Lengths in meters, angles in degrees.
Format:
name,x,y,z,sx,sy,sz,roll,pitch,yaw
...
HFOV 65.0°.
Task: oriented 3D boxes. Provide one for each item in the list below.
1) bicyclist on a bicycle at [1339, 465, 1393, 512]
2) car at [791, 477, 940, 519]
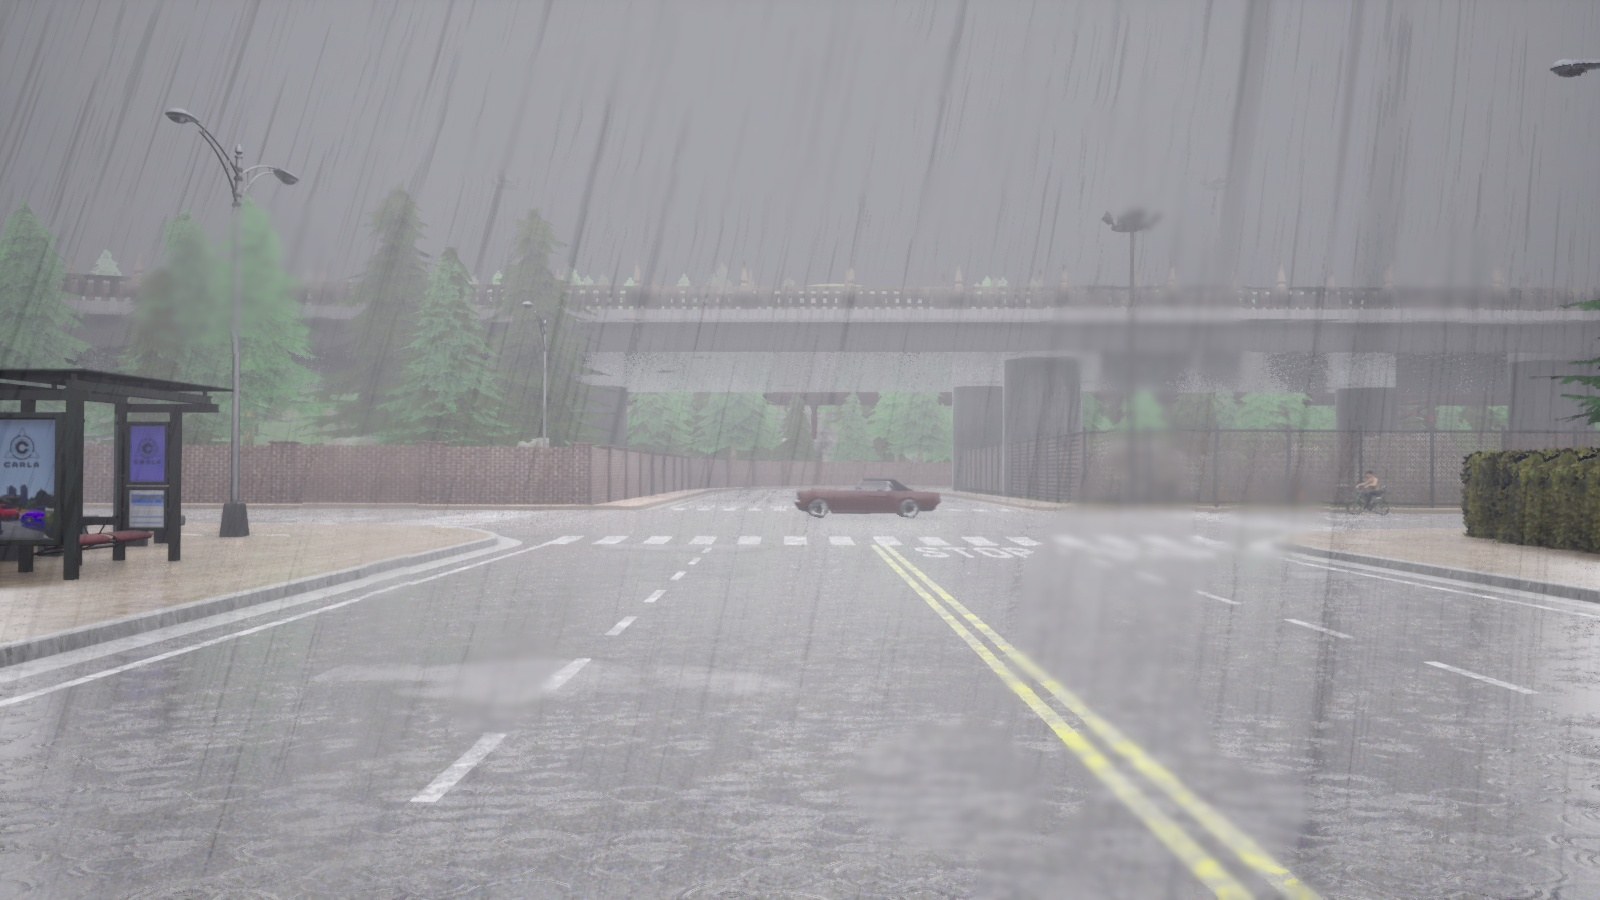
name,x,y,z,sx,sy,sz,roll,pitch,yaw
bicyclist on a bicycle,20.001,1.359,44.401,1.509,1.612,0.866,0,-1,0
car,2.075,1.544,40.834,4.718,1.301,1.895,0,-1,0
